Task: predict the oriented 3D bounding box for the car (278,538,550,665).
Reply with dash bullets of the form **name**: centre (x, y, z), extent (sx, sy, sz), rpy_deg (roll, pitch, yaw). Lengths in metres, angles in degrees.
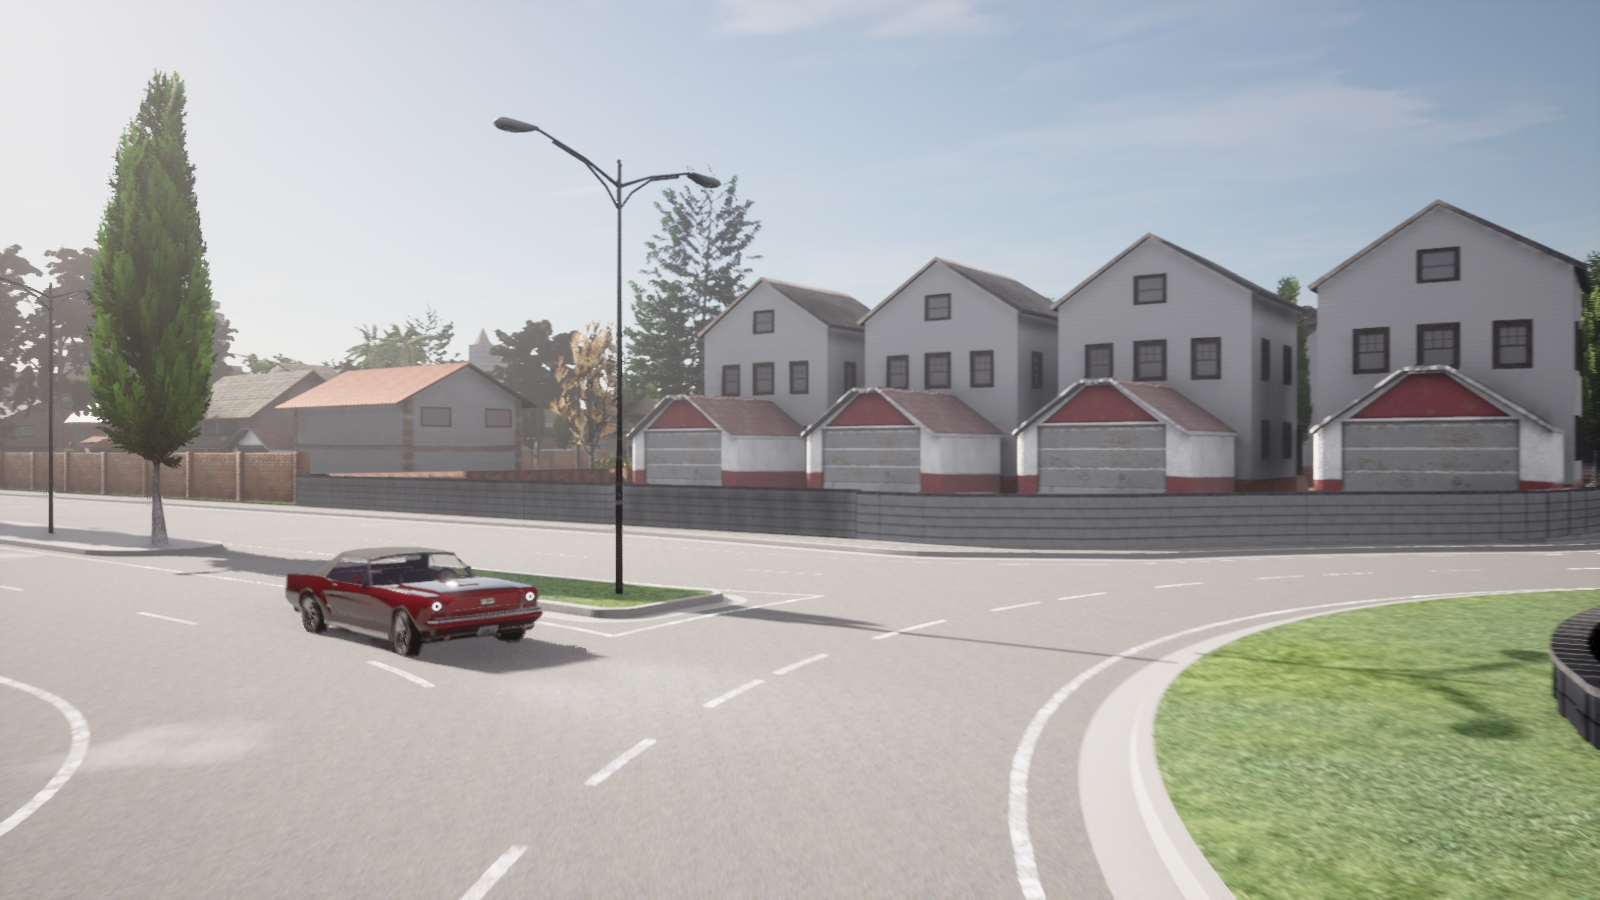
- **car**: centre (-5.928, 2.158, 17.218), extent (4.718, 1.301, 1.895), rpy_deg (0, 0, 44)
